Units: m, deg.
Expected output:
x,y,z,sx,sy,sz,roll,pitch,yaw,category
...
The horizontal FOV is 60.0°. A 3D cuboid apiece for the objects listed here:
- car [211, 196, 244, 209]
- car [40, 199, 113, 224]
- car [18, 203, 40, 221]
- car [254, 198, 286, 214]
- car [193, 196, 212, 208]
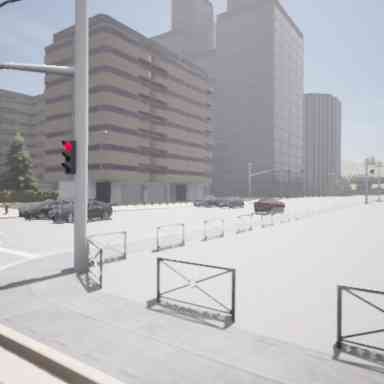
x,y,z,sx,sy,sz,roll,pitch,yaw,category
4.947,1.336,42.265,2.128,1.511,4.902,1,0,35,car
-7.838,1.352,23.695,1.837,1.490,4.892,1,0,34,car
-10.750,1.326,25.637,1.837,1.490,4.892,1,0,34,car
8.027,1.377,34.080,1.882,1.535,5.008,1,0,35,car
2.054,1.309,44.235,2.128,1.511,4.902,1,0,35,car
